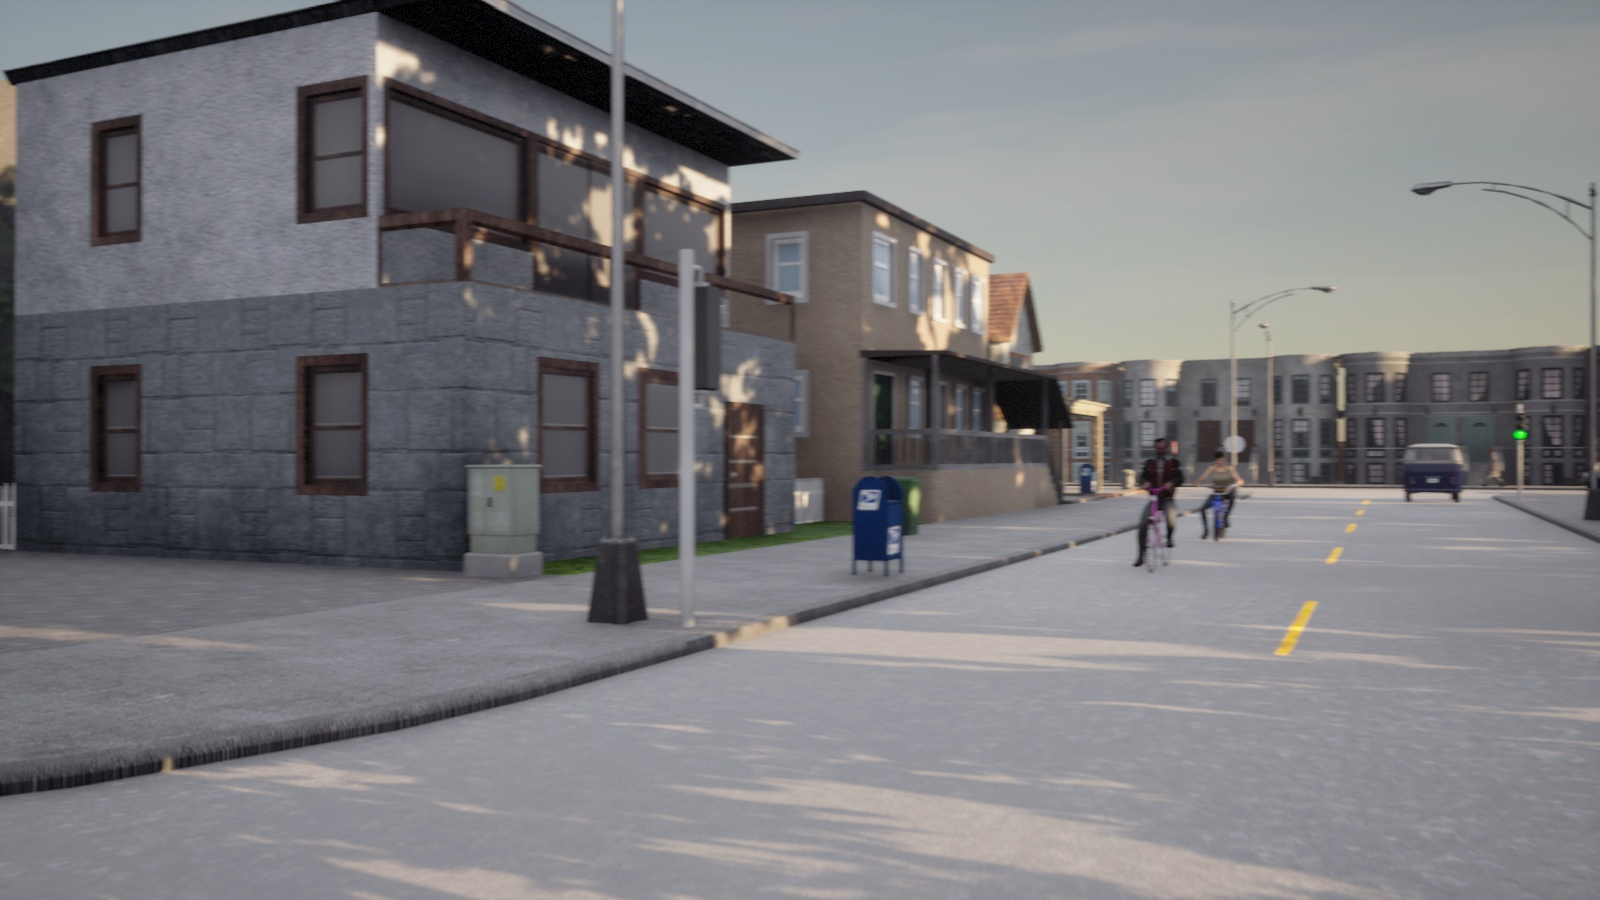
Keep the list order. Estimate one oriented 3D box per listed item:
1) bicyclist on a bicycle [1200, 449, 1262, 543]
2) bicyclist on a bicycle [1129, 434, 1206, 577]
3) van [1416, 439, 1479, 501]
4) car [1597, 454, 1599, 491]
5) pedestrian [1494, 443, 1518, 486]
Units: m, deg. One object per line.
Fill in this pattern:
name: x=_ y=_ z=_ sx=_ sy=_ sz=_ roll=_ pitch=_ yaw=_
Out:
bicyclist on a bicycle: x=7.697 y=0.789 z=22.404 sx=0.866 sy=1.612 sz=1.509 roll=0 pitch=0 yaw=26
bicyclist on a bicycle: x=4.859 y=0.700 z=16.528 sx=0.659 sy=1.776 sz=1.843 roll=0 pitch=-1 yaw=26
van: x=22.056 y=0.662 z=42.891 sx=1.775 sy=1.987 sz=4.442 roll=0 pitch=0 yaw=26
car: x=34.576 y=0.886 z=49.716 sx=4.792 sy=1.488 sz=2.163 roll=0 pitch=0 yaw=23
pedestrian: x=32.679 y=0.661 z=58.097 sx=0.873 sy=1.952 sz=0.659 roll=-1 pitch=0 yaw=38
